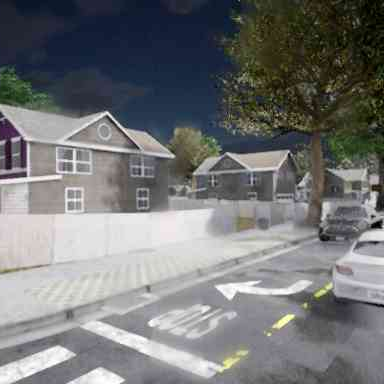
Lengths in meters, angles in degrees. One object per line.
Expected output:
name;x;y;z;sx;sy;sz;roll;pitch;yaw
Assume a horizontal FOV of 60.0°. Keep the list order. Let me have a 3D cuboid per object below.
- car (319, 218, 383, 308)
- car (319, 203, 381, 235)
car;4.460;1.533;7.276;1.812;1.442;4.674;-1;-1;38
car;7.768;1.429;16.122;2.097;1.767;4.553;-1;-1;38
